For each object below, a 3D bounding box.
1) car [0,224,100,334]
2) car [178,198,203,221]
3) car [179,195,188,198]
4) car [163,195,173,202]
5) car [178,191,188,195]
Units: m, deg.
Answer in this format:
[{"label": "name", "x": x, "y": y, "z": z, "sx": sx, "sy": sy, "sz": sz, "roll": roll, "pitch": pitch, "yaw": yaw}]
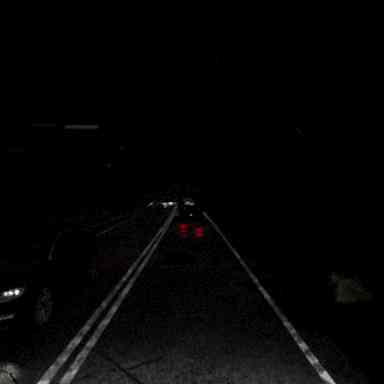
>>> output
[{"label": "car", "x": -3.360, "y": 1.496, "z": 7.005, "sx": 2.128, "sy": 1.511, "sz": 4.902, "roll": 0, "pitch": 0, "yaw": 0}, {"label": "car", "x": -0.102, "y": 1.488, "z": 27.126, "sx": 2.128, "sy": 1.511, "sz": 4.902, "roll": 0, "pitch": 0, "yaw": -1}, {"label": "car", "x": -0.539, "y": 1.487, "z": 44.842, "sx": 1.812, "sy": 1.442, "sz": 4.674, "roll": 0, "pitch": 0, "yaw": -2}, {"label": "car", "x": -4.765, "y": 1.291, "z": 66.590, "sx": 2.128, "sy": 1.511, "sz": 4.902, "roll": 0, "pitch": 1, "yaw": -2}, {"label": "car", "x": -1.979, "y": 0.684, "z": 76.030, "sx": 2.150, "sy": 2.045, "sz": 5.566, "roll": 0, "pitch": 1, "yaw": -3}]
